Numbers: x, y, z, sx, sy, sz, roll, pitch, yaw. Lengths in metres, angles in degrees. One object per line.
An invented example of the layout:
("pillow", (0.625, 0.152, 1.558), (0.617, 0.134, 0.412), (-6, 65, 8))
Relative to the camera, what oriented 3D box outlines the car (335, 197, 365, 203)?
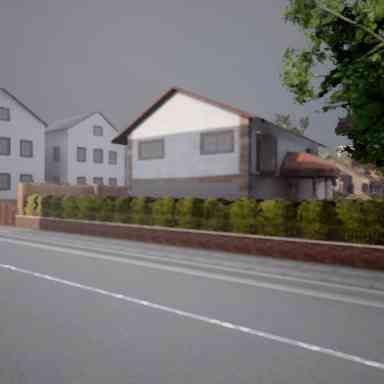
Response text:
("car", (13.350, 1.165, 26.804), (3.806, 1.475, 1.970), (0, 0, 36))
